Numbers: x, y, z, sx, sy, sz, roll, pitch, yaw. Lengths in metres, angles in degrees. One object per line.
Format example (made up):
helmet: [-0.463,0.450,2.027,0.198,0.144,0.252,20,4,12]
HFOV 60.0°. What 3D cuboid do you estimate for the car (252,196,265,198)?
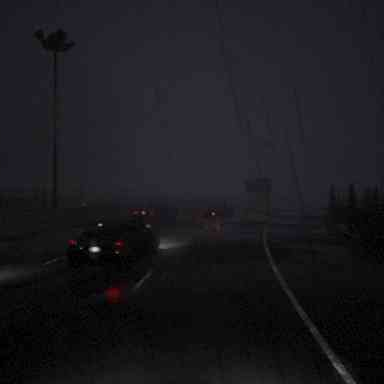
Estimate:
car: [14.530,1.520,74.098,2.033,1.411,5.357,0,0,45]

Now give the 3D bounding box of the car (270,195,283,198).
car: [18.582,1.431,73.220,2.128,1.511,4.902,0,0,45]

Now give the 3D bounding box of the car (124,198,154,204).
car: [-5.461,1.481,39.266,2.128,1.511,4.902,0,0,24]

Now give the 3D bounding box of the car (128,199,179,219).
car: [-2.739,1.543,26.212,2.033,1.411,5.357,0,0,17]

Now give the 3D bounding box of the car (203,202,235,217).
car: [2.660,1.616,31.084,1.895,1.301,4.718,0,0,21]

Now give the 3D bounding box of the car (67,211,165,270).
car: [-2.418,1.558,11.162,1.994,1.385,4.181,0,0,7]

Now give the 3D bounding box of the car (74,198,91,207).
car: [-12.319,1.445,41.014,1.882,1.535,5.008,0,0,23]

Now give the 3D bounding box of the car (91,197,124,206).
car: [-9.181,1.469,39.454,2.128,1.511,4.902,0,0,23]

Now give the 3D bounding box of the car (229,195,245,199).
car: [10.198,1.502,74.668,1.837,1.490,4.892,0,0,43]

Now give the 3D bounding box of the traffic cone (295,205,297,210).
traffic cone: [13.425,2.007,43.049,0.340,0.580,0.340,0,0,26]

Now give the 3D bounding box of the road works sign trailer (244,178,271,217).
road works sign trailer: [6.423,0.492,31.995,2.380,3.560,2.880,0,0,26]
